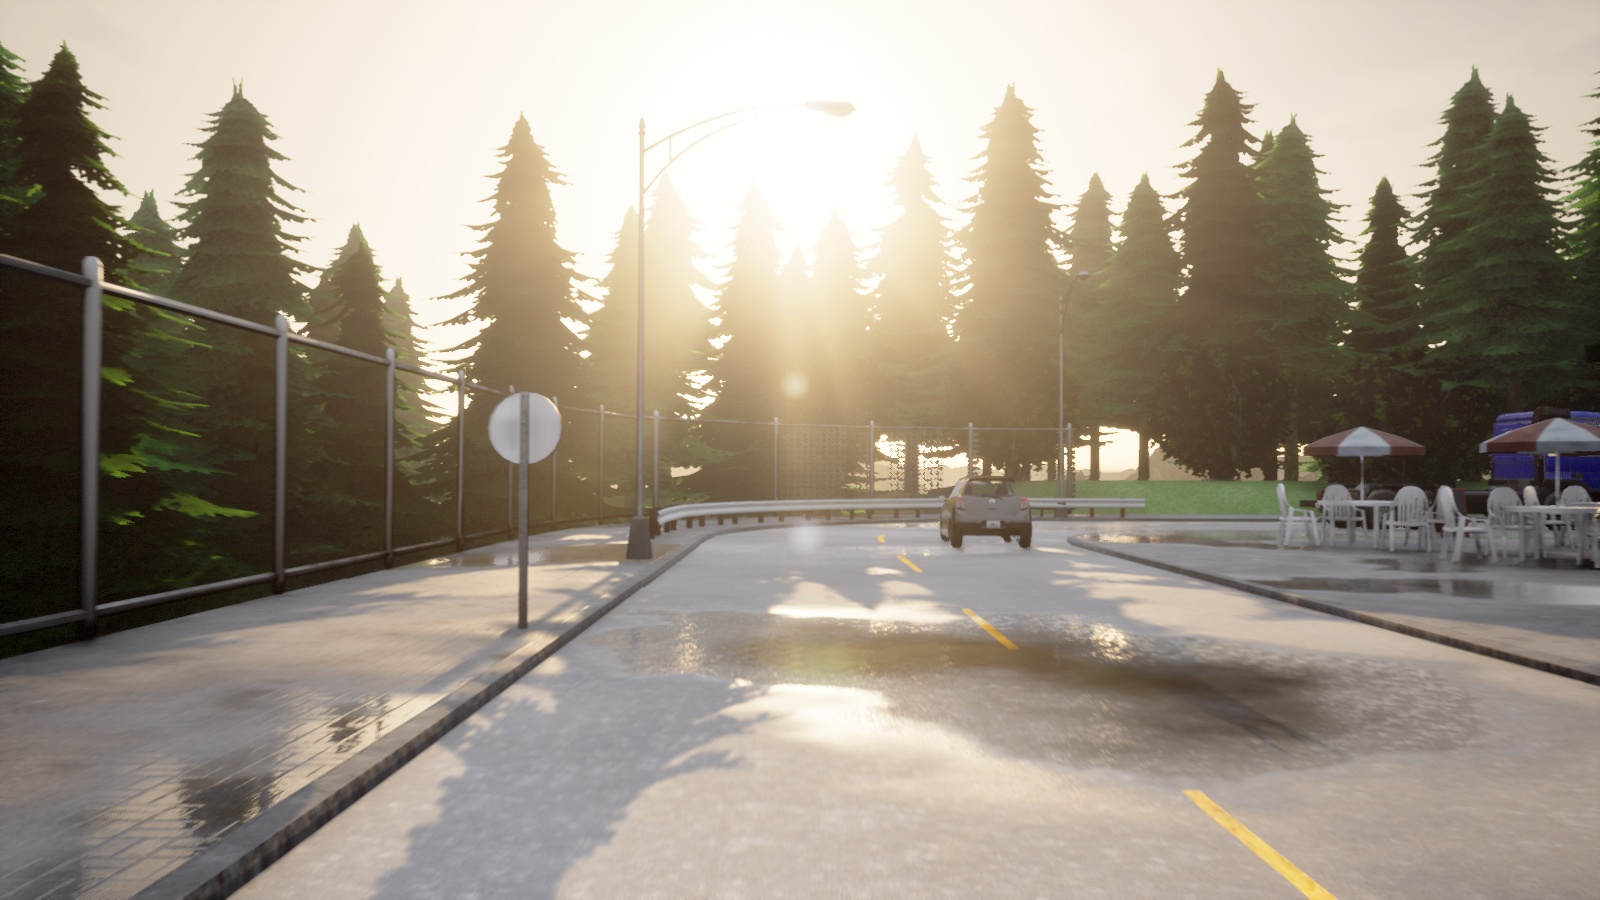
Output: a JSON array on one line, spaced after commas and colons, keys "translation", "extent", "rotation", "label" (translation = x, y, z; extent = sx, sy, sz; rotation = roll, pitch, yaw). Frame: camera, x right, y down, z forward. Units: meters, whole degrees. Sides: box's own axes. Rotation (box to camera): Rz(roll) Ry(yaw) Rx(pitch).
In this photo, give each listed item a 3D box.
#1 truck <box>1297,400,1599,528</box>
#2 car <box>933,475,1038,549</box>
[{"translation": [18.724, 0.401, 35.766], "extent": [7.936, 3.462, 2.891], "rotation": [0, -1, 0], "label": "truck"}, {"translation": [3.993, 1.309, 27.544], "extent": [1.845, 1.501, 3.633], "rotation": [0, -1, 2], "label": "car"}]
